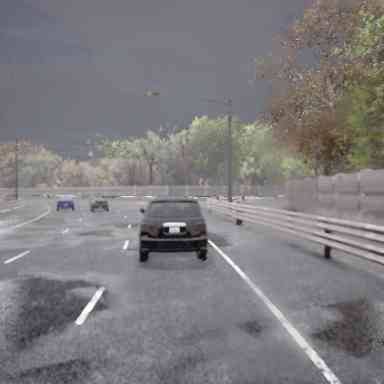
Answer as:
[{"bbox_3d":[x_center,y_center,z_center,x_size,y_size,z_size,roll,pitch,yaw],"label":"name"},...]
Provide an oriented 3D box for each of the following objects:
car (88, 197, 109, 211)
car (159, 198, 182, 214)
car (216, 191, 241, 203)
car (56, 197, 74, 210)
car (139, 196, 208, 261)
[{"bbox_3d":[-10.527,1.352,37.548,1.837,1.490,4.892,0,0,-20],"label":"car"},{"bbox_3d":[-2.111,1.361,33.895,1.812,1.442,4.674,0,0,3],"label":"car"},{"bbox_3d":[6.217,0.919,55.590,2.150,2.045,5.566,0,0,38],"label":"car"},{"bbox_3d":[-15.197,1.329,39.850,1.882,1.535,5.008,0,0,-22],"label":"car"},{"bbox_3d":[-0.742,1.164,12.272,2.150,2.045,5.566,0,1,-5],"label":"car"}]
